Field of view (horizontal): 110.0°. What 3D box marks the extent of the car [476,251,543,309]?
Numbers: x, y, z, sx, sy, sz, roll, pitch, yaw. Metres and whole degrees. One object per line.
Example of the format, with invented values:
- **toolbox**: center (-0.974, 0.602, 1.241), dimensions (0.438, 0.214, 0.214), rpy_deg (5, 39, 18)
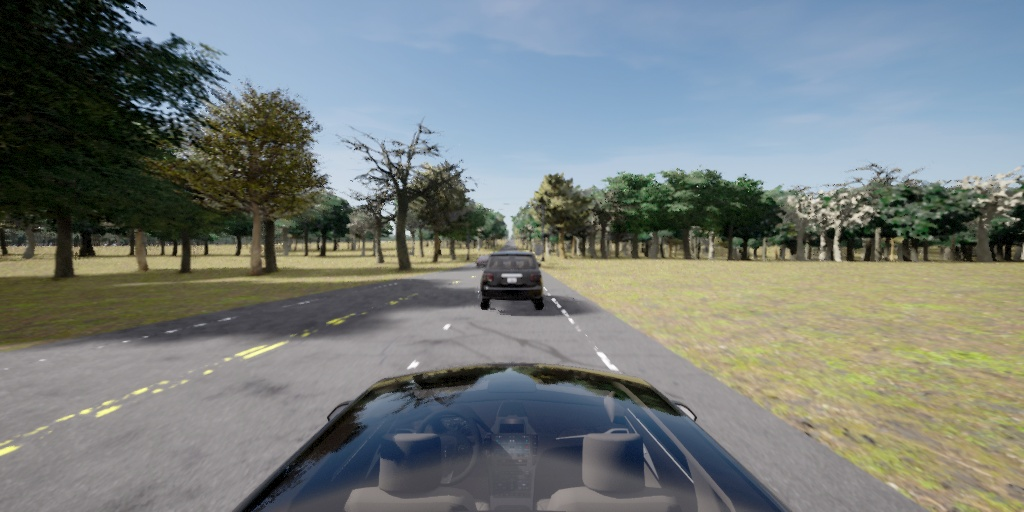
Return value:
- **car**: center (0.000, 0.834, 14.170), dimensions (2.150, 2.045, 5.566), rpy_deg (0, 1, 0)
